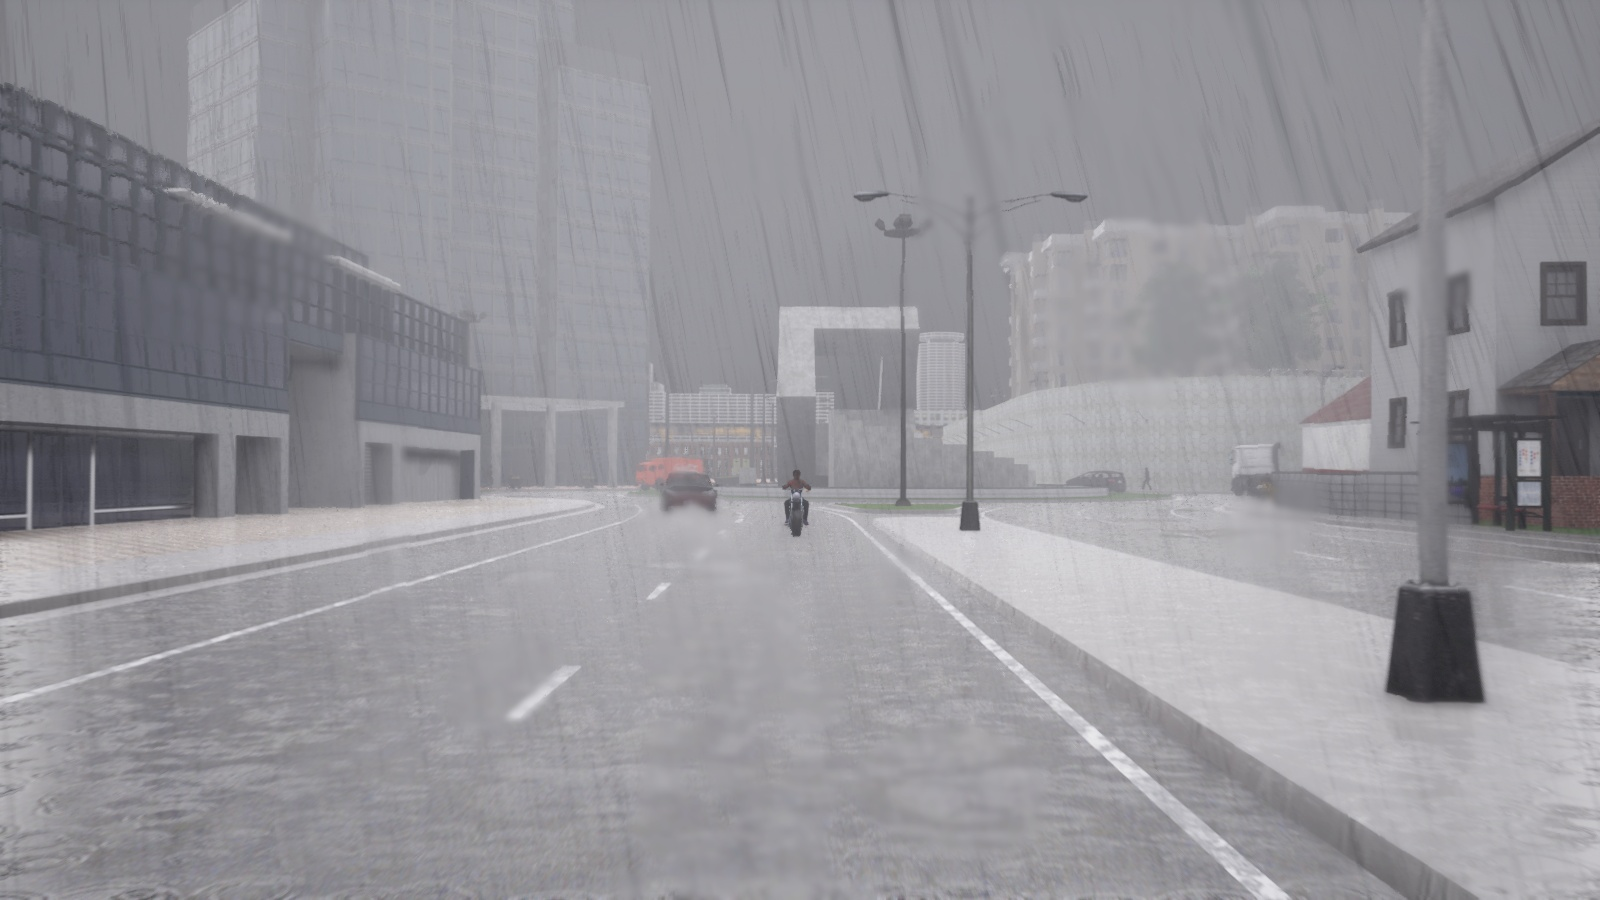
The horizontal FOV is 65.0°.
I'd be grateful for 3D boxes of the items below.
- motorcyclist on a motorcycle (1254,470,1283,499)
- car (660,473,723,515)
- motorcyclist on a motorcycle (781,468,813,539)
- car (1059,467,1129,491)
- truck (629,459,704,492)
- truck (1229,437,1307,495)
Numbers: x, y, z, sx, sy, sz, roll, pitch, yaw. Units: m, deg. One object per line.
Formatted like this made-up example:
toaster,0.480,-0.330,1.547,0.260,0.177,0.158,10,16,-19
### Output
motorcyclist on a motorcycle,24.937,1.816,66.831,0.797,1.523,2.044,-2,-2,39
car,-4.122,1.622,47.235,2.163,1.488,4.792,0,-1,-7
motorcyclist on a motorcycle,-0.074,1.279,30.690,0.766,1.649,2.350,0,-1,0
car,21.640,2.122,92.546,2.242,1.667,4.611,1,-1,-42
truck,-10.236,1.989,96.796,5.204,2.467,2.627,1,-2,-43
truck,29.489,1.045,79.469,2.891,3.462,7.936,0,-1,7
